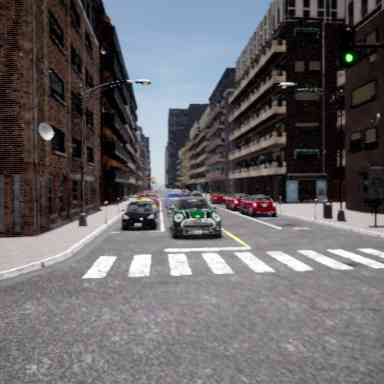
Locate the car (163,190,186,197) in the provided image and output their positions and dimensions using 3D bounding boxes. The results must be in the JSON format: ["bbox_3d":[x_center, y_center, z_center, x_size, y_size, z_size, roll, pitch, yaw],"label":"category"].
[{"bbox_3d":[-1.954,0.864,36.057,1.882,1.535,5.008,-1,1,-5],"label":"car"}]

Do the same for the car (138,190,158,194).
[{"bbox_3d":[-4.035,0.811,29.930,2.192,1.841,5.009,-1,1,-6],"label":"car"}]

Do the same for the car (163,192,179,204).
[{"bbox_3d":[-3.007,0.782,46.573,2.033,1.411,5.357,-1,1,-6],"label":"car"}]

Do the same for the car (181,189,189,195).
[{"bbox_3d":[-1.971,-0.024,92.959,1.967,1.590,4.097,-1,1,-6],"label":"car"}]

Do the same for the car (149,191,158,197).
[{"bbox_3d":[-8.596,0.401,75.158,2.008,1.369,4.403,-1,1,-6],"label":"car"}]

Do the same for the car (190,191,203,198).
[{"bbox_3d":[0.882,0.483,64.694,2.008,1.369,4.403,-1,1,-6],"label":"car"}]

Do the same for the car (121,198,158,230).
[{"bbox_3d":[-2.891,1.227,18.627,1.947,1.339,4.313,-1,1,-6],"label":"car"}]

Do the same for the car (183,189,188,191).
[{"bbox_3d":[-1.131,0.614,57.865,1.994,1.385,4.181,-1,1,-6],"label":"car"}]

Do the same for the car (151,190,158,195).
[{"bbox_3d":[-10.307,0.180,92.118,1.947,1.339,4.313,-1,1,-6],"label":"car"}]

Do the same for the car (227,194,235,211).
[{"bbox_3d":[4.304,0.858,30.774,1.967,1.590,4.097,-1,1,-6],"label":"car"}]

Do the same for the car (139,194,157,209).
[{"bbox_3d":[-4.586,0.942,35.417,1.752,1.417,4.829,-1,1,-6],"label":"car"}]

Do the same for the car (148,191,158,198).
[{"bbox_3d":[-8.026,0.481,69.505,2.008,1.369,4.403,-1,1,-6],"label":"car"}]

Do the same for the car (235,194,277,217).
[{"bbox_3d":[4.874,0.940,25.121,1.967,1.590,4.097,-1,1,-6],"label":"car"}]

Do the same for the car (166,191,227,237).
[{"bbox_3d":[0.025,1.033,15.853,2.097,1.767,4.553,-1,1,-6],"label":"car"}]

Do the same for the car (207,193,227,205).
[{"bbox_3d":[3.165,0.836,42.082,1.802,1.307,4.206,-1,1,-6],"label":"car"}]

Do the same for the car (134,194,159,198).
[{"bbox_3d":[-3.445,1.106,24.111,1.752,1.417,4.829,-1,1,-6],"label":"car"}]

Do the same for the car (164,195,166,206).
[{"bbox_3d":[-0.985,1.138,25.737,1.895,1.301,4.718,-1,1,-6],"label":"car"}]

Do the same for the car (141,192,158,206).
[{"bbox_3d":[-5.174,0.773,41.238,1.967,1.590,4.097,-1,1,-6],"label":"car"}]

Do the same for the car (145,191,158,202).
[{"bbox_3d":[-6.315,0.611,52.545,1.967,1.590,4.097,-1,1,-6],"label":"car"}]
